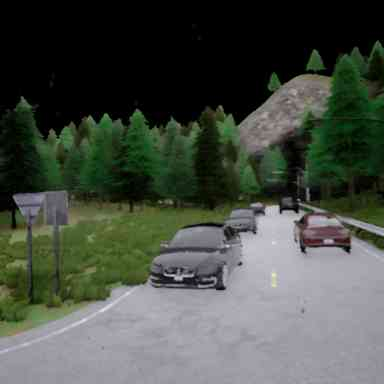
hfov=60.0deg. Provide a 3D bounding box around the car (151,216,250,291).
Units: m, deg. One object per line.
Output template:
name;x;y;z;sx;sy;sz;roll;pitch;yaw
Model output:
car;0.370;1.719;9.858;1.837;1.490;4.892;-3;-1;16

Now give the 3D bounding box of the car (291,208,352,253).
car;5.371;1.611;14.039;1.812;1.442;4.674;-3;-1;13

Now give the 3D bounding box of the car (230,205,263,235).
car;3.237;1.810;21.045;1.837;1.490;4.892;-3;-1;14

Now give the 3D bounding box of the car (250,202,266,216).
car;7.465;1.928;38.168;1.882;1.535;5.008;-3;-1;14

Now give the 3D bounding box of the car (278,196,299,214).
car;11.629;1.537;40.055;2.150;2.045;5.566;-3;-1;14
